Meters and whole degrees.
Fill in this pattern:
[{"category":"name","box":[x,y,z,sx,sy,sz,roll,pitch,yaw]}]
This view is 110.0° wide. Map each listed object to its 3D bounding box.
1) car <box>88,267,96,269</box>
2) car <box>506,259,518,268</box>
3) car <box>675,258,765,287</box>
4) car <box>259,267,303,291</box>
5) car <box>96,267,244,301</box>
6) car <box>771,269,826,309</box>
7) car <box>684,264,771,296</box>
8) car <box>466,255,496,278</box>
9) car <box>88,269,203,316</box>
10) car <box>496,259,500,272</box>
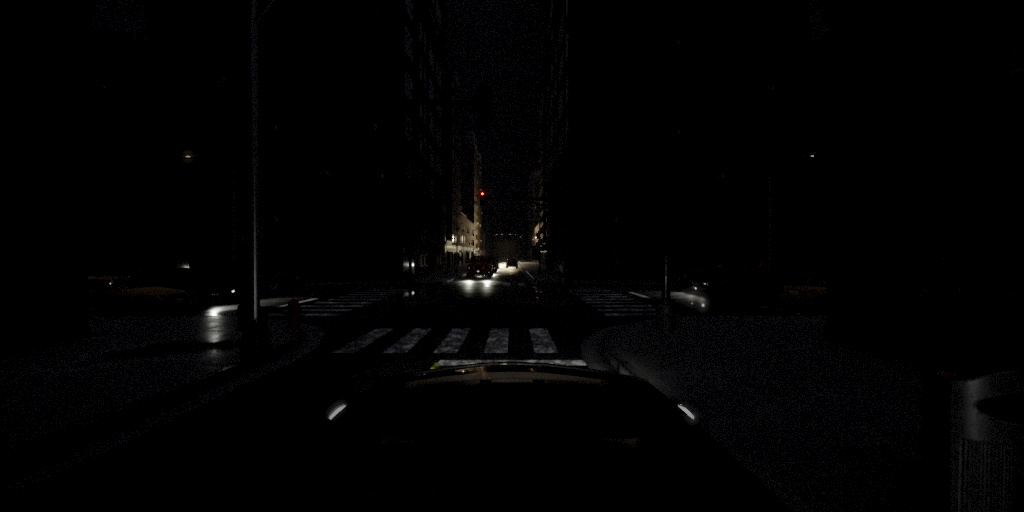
[{"category":"car","box":[-25.395,1.312,20.935,4.313,1.339,1.948,0,0,0]},{"category":"car","box":[-0.016,1.234,60.141,1.812,1.442,4.674,0,0,0]},{"category":"car","box":[12.314,1.028,20.958,5.009,1.841,2.192,0,0,0]},{"category":"car","box":[-14.569,1.304,20.942,4.313,1.339,1.948,0,0,0]},{"category":"car","box":[-14.410,1.270,15.465,4.892,1.490,1.837,0,0,1]},{"category":"car","box":[12.480,1.278,12.933,4.829,1.417,1.751,0,0,0]},{"category":"car","box":[12.134,1.274,18.382,5.357,1.411,2.033,0,0,3]},{"category":"car","box":[-2.911,0.958,33.524,2.150,2.045,5.566,0,0,0]},{"category":"car","box":[-14.403,1.303,12.917,4.829,1.417,1.751,0,0,0]},{"category":"car","box":[-2.929,0.949,43.913,2.150,2.045,5.566,0,0,0]}]
